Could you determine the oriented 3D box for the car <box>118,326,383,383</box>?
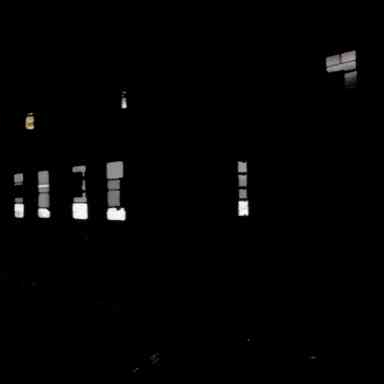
[{"bbox_3d":[1.261,1.582,1.992,4.206,1.307,1.802,-1,-1,35],"label":"car"}]
